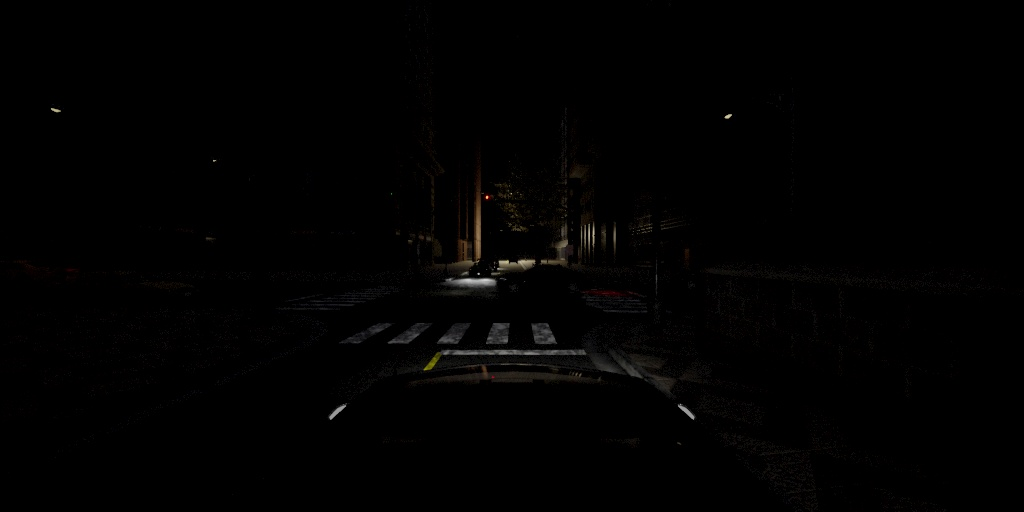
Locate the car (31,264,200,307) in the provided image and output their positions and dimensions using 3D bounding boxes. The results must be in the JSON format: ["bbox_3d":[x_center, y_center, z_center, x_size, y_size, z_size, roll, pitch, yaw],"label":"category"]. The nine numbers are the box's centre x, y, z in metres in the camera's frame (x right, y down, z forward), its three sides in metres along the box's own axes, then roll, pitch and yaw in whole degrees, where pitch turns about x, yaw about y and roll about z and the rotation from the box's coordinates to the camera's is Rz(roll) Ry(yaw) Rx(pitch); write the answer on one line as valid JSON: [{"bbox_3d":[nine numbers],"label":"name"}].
[{"bbox_3d":[-14.896,1.146,13.836,4.829,1.417,1.751,0,0,1],"label":"car"}]

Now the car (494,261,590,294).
[{"bbox_3d":[1.705,1.226,19.541,5.008,1.535,1.882,1,0,1],"label":"car"}]

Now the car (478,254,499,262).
[{"bbox_3d":[-2.946,0.830,44.215,2.150,2.045,5.566,0,0,-1],"label":"car"}]

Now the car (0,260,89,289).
[{"bbox_3d":[-27.114,0.966,19.814,5.008,1.535,1.882,1,0,1],"label":"car"}]

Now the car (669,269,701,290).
[{"bbox_3d":[11.998,1.381,22.105,4.403,1.370,2.007,0,0,1],"label":"car"}]

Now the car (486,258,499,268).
[{"bbox_3d":[-2.893,1.058,54.377,1.812,1.442,4.674,0,0,0],"label":"car"}]

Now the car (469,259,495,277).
[{"bbox_3d":[-2.981,1.274,34.402,1.895,1.301,4.718,0,0,0],"label":"car"}]
